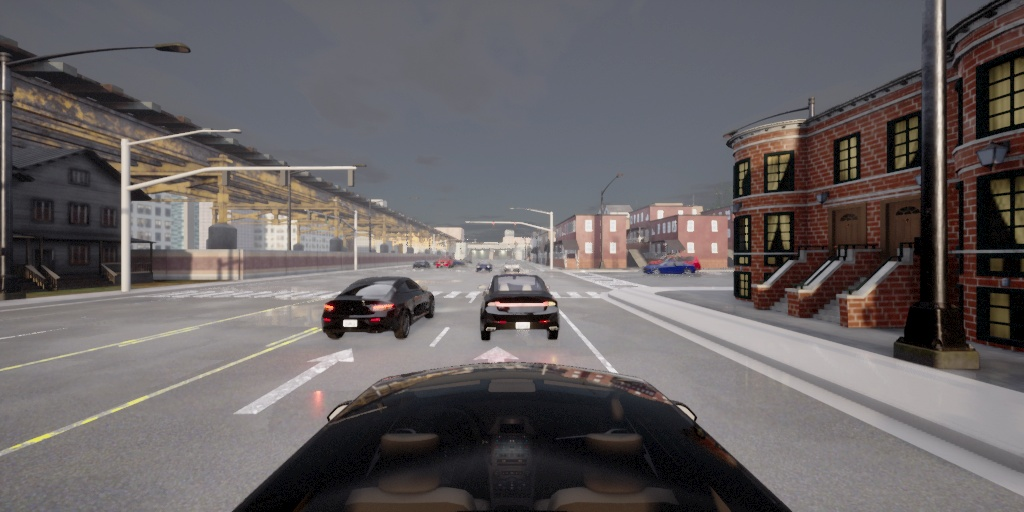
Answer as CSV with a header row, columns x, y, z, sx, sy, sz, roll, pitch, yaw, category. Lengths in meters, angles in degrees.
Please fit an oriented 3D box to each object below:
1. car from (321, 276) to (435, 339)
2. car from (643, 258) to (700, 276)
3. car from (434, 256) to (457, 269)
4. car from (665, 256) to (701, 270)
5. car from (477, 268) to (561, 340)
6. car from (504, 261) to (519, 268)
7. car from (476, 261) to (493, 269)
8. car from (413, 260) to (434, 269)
x,y,z,sx,sy,sz,roll,pitch,yaw,category
-3.451,1.276,9.960,1.812,1.442,4.674,0,0,0,car
16.052,1.227,36.731,5.008,1.535,1.882,0,0,0,car
-10.747,0.972,57.672,2.150,2.045,5.566,0,0,-1,car
18.185,0.971,40.234,5.566,2.045,2.150,0,0,0,car
0.091,1.241,9.927,2.128,1.511,4.902,0,0,-3,car
-0.029,1.350,46.820,1.895,1.301,4.718,0,0,0,car
-3.529,1.350,46.811,1.895,1.301,4.718,0,0,0,car
-14.239,1.313,56.570,1.994,1.385,4.181,0,0,0,car
